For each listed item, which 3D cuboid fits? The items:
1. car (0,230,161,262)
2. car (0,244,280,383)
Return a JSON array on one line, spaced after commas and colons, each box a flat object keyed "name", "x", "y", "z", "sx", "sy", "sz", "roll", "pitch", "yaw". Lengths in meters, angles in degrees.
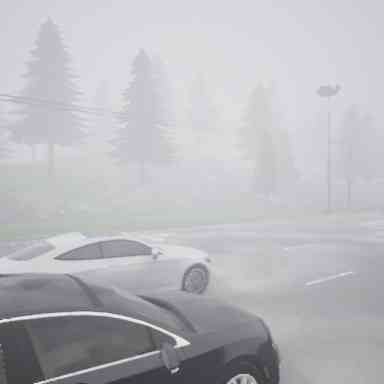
[{"name": "car", "x": -1.690, "y": 1.514, "z": 6.844, "sx": 4.674, "sy": 1.442, "sz": 1.812, "roll": 0, "pitch": 0, "yaw": -36}, {"name": "car", "x": -1.313, "y": 1.502, "z": 2.811, "sx": 4.892, "sy": 1.490, "sz": 1.837, "roll": 0, "pitch": 0, "yaw": -36}]
